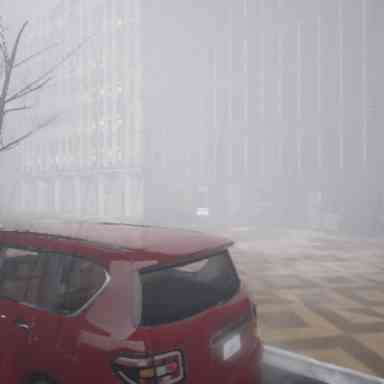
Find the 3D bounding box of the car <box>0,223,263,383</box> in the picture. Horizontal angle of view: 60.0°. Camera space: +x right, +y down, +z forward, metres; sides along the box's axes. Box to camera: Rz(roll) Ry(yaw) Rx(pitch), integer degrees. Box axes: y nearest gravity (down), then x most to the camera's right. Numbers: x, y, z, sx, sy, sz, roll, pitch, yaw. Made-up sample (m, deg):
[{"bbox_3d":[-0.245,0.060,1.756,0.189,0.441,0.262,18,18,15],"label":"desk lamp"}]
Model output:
[{"bbox_3d":[-1.629,1.313,4.040,5.009,1.841,2.192,0,0,35],"label":"car"}]
